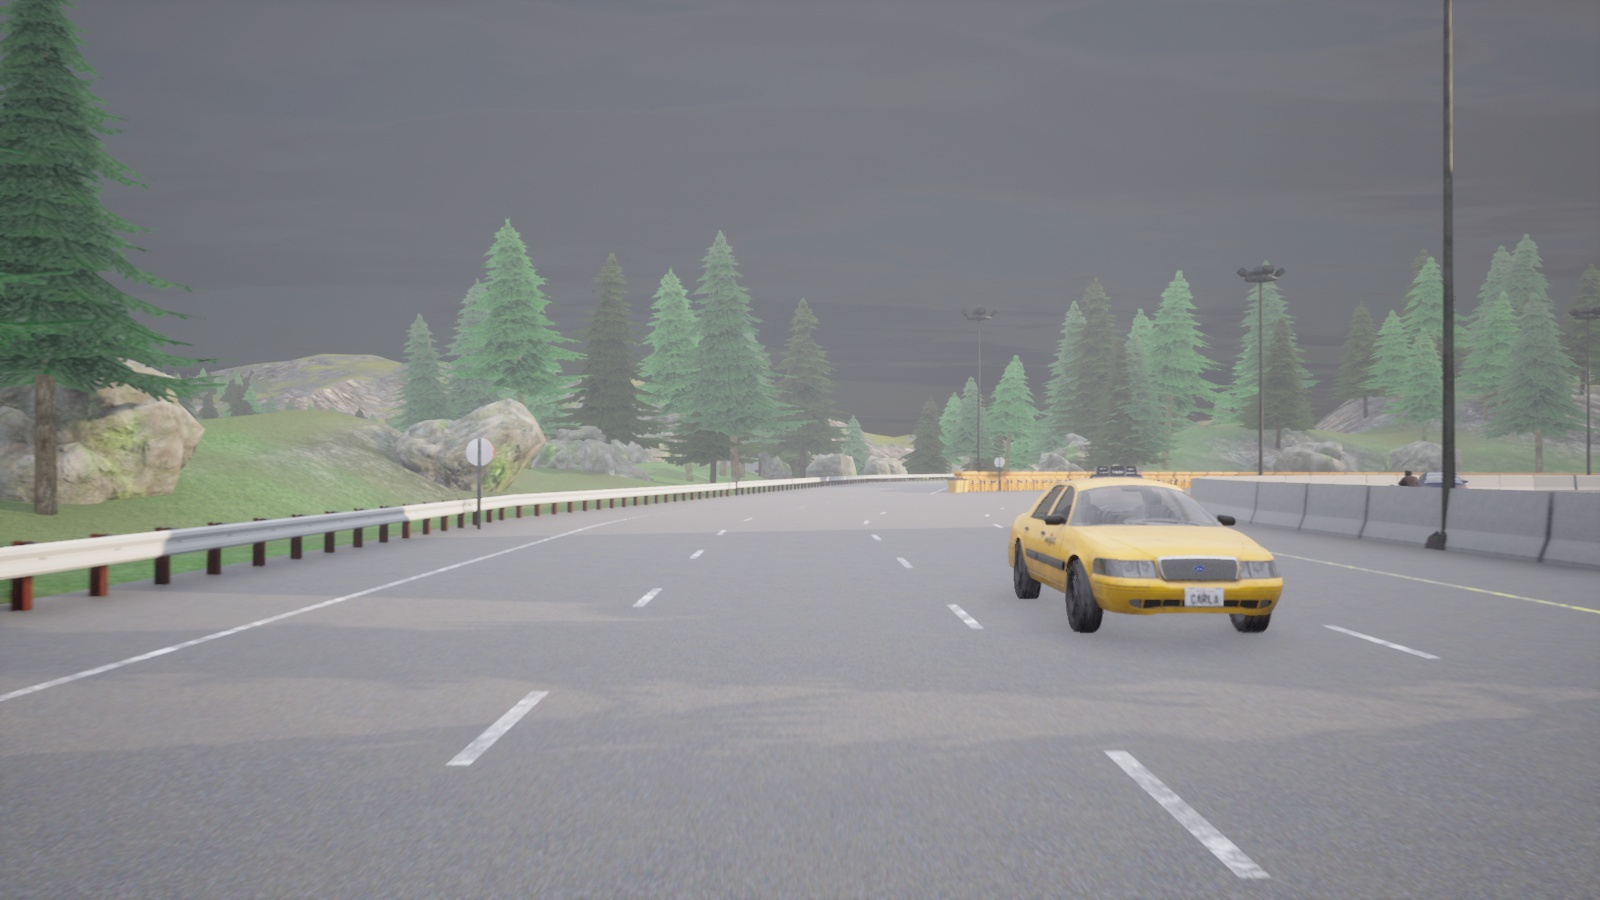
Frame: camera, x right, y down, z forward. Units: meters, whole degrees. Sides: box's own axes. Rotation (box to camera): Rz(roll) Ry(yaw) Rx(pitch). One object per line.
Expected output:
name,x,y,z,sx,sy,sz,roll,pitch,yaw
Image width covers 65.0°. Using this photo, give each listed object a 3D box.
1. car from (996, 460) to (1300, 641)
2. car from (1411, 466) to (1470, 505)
car,3.468,0.911,13.678,1.801,1.575,5.366,0,-1,0
car,25.180,1.376,49.472,1.812,1.442,4.674,-1,-1,24
